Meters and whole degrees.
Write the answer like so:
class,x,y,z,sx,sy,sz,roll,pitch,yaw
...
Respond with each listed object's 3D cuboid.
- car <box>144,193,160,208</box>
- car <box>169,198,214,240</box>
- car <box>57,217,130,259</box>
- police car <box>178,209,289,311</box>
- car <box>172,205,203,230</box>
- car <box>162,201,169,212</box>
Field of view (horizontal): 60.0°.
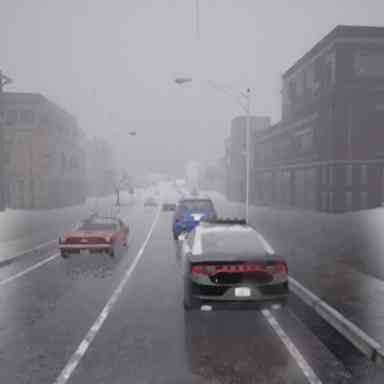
class,x,y,z,sx,sy,sz,roll,pitch,yaw
car,-7.046,1.647,56.447,2.097,1.767,4.553,0,2,-4
car,0.048,1.365,17.984,2.150,2.045,5.566,0,-1,-5
car,-3.624,1.670,13.011,1.895,1.301,4.718,0,-1,-4
police car,0.708,1.433,7.979,1.930,1.638,5.238,0,0,-3
car,-0.433,1.760,23.954,1.882,1.535,5.008,0,-1,-5
car,-3.146,1.948,46.738,1.882,1.535,5.008,0,1,-4
